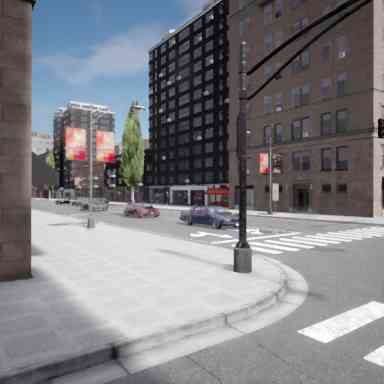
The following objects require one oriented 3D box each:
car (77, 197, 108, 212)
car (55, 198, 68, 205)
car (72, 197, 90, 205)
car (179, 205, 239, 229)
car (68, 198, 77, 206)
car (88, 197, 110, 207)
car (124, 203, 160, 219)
[{"bbox_3d":[-11.954,1.503,40.684,2.097,1.767,4.553,0,-1,-35],"label":"car"},{"bbox_3d":[-25.323,1.855,65.089,1.895,1.301,4.718,0,0,-36],"label":"car"},{"bbox_3d":[-22.148,1.747,66.243,2.128,1.511,4.902,0,0,-36],"label":"car"},{"bbox_3d":[1.229,1.609,22.377,2.033,1.411,5.357,0,0,-36],"label":"car"},{"bbox_3d":[-18.961,1.742,56.272,1.812,1.442,4.674,0,0,-36],"label":"car"},{"bbox_3d":[-16.244,1.713,58.055,2.128,1.511,4.902,0,0,-36],"label":"car"},{"bbox_3d":[-4.634,1.664,30.507,1.994,1.385,4.181,0,0,-36],"label":"car"}]
